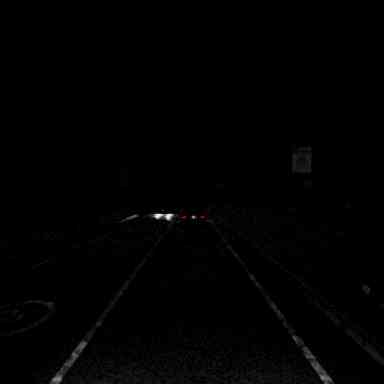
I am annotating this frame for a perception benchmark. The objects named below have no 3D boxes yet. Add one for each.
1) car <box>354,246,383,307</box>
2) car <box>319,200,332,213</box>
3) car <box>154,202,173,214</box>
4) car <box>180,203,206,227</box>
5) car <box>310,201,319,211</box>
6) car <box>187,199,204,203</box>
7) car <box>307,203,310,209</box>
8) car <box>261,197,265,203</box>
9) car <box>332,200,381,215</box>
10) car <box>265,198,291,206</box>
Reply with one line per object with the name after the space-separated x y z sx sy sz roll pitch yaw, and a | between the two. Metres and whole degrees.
5.591 1.507 6.053 4.892 1.521 2.231 0 0 0 | car
18.704 1.835 40.442 5.008 1.535 2.097 0 -1 0 | car
-3.347 1.942 40.043 1.994 1.385 4.181 0 -1 0 | car
0.098 1.769 24.832 2.033 1.411 5.357 0 -1 0 | car
18.695 1.869 43.716 4.892 1.521 2.231 0 -1 0 | car
0.095 1.899 42.894 2.128 1.511 4.902 0 -1 0 | car
18.699 1.940 46.991 4.674 1.452 2.002 0 -1 0 | car
18.677 2.217 74.496 4.674 1.452 2.002 0 -1 0 | car
18.694 1.844 37.294 4.674 1.452 2.002 0 -1 0 | car
18.748 2.018 71.327 4.553 1.767 2.185 0 -1 0 | car
